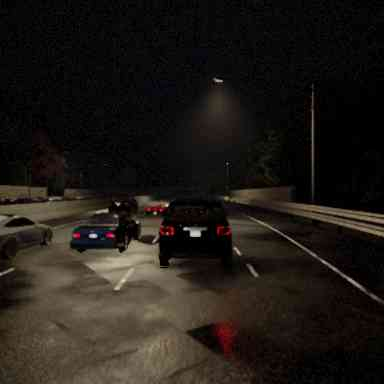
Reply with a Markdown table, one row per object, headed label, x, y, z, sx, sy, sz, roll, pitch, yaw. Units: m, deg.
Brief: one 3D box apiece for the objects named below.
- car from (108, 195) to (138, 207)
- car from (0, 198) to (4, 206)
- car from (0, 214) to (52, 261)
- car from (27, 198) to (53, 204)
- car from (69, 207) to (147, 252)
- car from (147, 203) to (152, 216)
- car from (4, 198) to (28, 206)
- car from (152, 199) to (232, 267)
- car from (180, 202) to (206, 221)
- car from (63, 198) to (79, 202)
| label | x | y | z | sx | sy | sz | roll | pitch | yaw |
| --- | --- | --- | --- | --- | --- | --- | --- | --- | --- |
| car | -6.913 | 1.300 | 33.785 | 2.150 | 2.045 | 5.566 | 0 | 0 | 0 |
| car | -28.073 | 1.615 | 48.130 | 2.128 | 1.511 | 4.902 | 0 | 0 | 1 |
| car | -6.905 | 1.550 | 12.333 | 1.812 | 1.442 | 4.674 | 0 | 0 | 0 |
| car | -21.091 | 1.685 | 47.324 | 1.994 | 1.385 | 4.181 | 0 | 0 | 0 |
| car | -3.405 | 1.575 | 13.987 | 2.033 | 1.411 | 5.357 | 0 | 0 | 0 |
| car | -3.411 | 1.678 | 33.115 | 1.895 | 1.301 | 4.718 | 0 | 0 | 0 |
| car | -24.579 | 1.629 | 48.217 | 1.837 | 1.490 | 4.892 | 0 | 0 | 0 |
| car | 0.093 | 1.242 | 11.598 | 2.150 | 2.045 | 5.566 | 0 | 0 | 0 |
| car | 0.090 | 1.613 | 28.946 | 2.033 | 1.411 | 5.357 | 0 | 0 | 0 |
| car | -17.589 | 1.650 | 48.462 | 1.812 | 1.442 | 4.674 | 0 | 0 | 0 |
